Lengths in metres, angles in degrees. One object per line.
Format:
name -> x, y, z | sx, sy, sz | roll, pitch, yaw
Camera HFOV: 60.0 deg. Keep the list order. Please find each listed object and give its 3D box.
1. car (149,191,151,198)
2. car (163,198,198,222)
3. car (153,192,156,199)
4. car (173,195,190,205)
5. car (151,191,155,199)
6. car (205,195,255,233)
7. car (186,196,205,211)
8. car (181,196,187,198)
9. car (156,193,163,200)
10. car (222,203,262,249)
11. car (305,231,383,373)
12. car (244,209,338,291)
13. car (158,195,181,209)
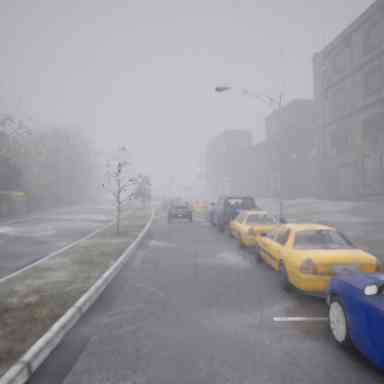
car -> -9.854, 1.106, 91.000 | 2.002, 1.452, 4.674 | 0, 0, -13
car -> -1.030, 1.456, 26.062 | 2.128, 1.511, 4.902 | 0, 0, -5
car -> -7.408, 1.196, 80.181 | 2.002, 1.452, 4.674 | 0, 0, -13
car -> -1.828, 1.355, 54.643 | 2.163, 1.488, 4.792 | 0, 0, -10
car -> -8.639, 1.141, 85.620 | 2.163, 1.488, 4.792 | 0, 0, -13
car -> 2.448, 1.217, 19.992 | 2.435, 2.045, 5.566 | 0, 0, -3
car -> 0.905, 1.405, 36.793 | 1.946, 1.575, 5.366 | 0, 0, -6
car -> -0.637, 1.356, 47.703 | 1.946, 1.575, 5.366 | 0, 0, -8
car -> -6.184, 1.198, 74.766 | 2.231, 1.521, 4.892 | 0, 0, -13
car -> 2.747, 1.475, 14.591 | 1.946, 1.575, 5.366 | 0, 0, -2
car -> 3.053, 1.482, 3.277 | 2.097, 1.535, 5.008 | 0, 0, 0
car -> 2.949, 1.480, 9.029 | 1.946, 1.575, 5.366 | 0, 0, -1
car -> -2.971, 1.453, 42.859 | 1.994, 1.385, 4.181 | 0, 0, -8
